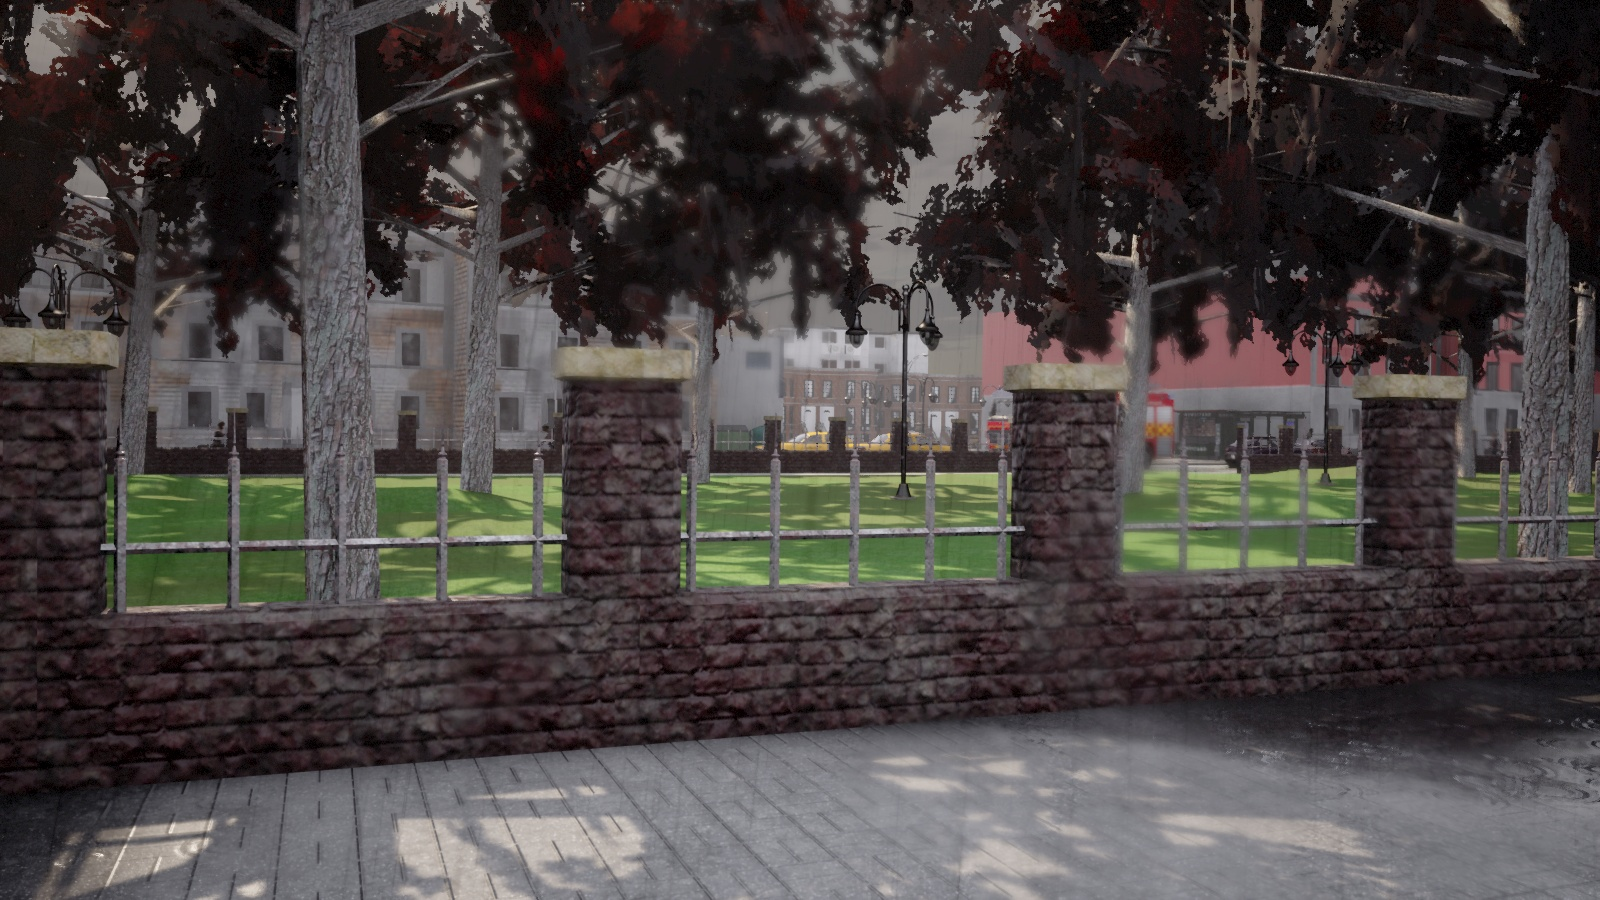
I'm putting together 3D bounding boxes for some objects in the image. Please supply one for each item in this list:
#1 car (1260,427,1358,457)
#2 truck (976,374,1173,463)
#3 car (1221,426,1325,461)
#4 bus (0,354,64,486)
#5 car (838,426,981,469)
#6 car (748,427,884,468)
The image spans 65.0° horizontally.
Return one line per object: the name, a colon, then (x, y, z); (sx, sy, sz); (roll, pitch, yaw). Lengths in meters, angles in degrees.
car: (24.989, -0.409, 61.639); (4.181, 1.385, 1.994); (-1, 1, -20)
truck: (12.436, -1.426, 56.879); (8.468, 3.827, 2.891); (-1, 1, -21)
car: (21.038, -0.323, 55.871); (4.193, 1.474, 1.816); (-1, 1, -21)
bus: (-30.153, -0.916, 40.717); (10.273, 4.253, 3.944); (-1, 1, -21)
car: (4.321, -0.115, 49.547); (5.366, 1.575, 1.801); (-1, 1, -21)
car: (0.667, -0.123, 52.439); (5.366, 1.575, 1.801); (-1, 1, -21)
